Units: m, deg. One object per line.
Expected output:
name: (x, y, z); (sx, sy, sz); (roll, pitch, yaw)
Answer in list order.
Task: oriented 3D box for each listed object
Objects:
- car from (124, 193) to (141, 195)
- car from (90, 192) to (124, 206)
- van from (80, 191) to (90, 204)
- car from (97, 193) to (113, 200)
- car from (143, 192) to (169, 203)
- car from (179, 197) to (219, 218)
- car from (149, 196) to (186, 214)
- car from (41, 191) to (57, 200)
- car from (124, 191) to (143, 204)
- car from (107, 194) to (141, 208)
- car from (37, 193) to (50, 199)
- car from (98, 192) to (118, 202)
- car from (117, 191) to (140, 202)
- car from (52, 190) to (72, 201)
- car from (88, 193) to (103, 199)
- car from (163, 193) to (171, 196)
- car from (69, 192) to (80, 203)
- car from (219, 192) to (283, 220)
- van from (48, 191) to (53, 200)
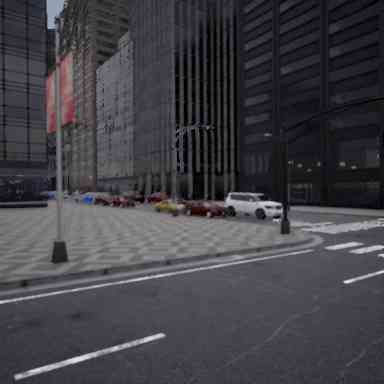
car: (-9.884, 1.215, 48.447); (2.033, 1.411, 5.357); (-1, 1, -36)
car: (-12.007, 1.013, 46.638); (2.192, 1.841, 5.009); (0, 1, -36)
van: (-15.304, 0.987, 51.195); (1.690, 1.788, 3.998); (0, 1, -36)
car: (-18.286, 0.975, 69.862); (1.802, 1.307, 4.206); (0, 1, -36)
car: (-5.098, 0.925, 51.632); (2.192, 1.841, 5.009); (0, 1, -36)
car: (1.180, 1.434, 28.410); (1.887, 1.381, 4.507); (0, 1, -36)
car: (-2.018, 1.370, 32.830); (1.752, 1.417, 4.829); (0, 1, -36)
car: (-31.788, 0.682, 73.980); (2.192, 1.841, 5.009); (0, 1, -36)
car: (-9.526, 0.823, 53.254); (2.150, 2.045, 5.566); (-1, 1, -38)
car: (-8.711, 1.293, 42.082); (1.887, 1.381, 4.507); (0, 1, -36)
car: (-35.086, 0.860, 78.539); (2.008, 1.369, 4.403); (0, 1, -36)
car: (-15.696, 0.854, 61.715); (2.097, 1.767, 4.553); (-1, 1, -36)
car: (-11.691, 0.819, 60.746); (2.192, 1.841, 5.009); (0, 1, -36)
car: (-25.195, 0.921, 64.867); (1.967, 1.590, 4.097); (0, 1, -36)
car: (-21.583, 0.880, 74.419); (1.887, 1.381, 4.507); (0, 1, -36)
car: (-1.802, 1.226, 47.077); (1.947, 1.339, 4.313); (0, 1, -36)
car: (-18.602, 1.143, 55.754); (2.008, 1.369, 4.403); (0, 1, -36)
car: (5.096, 1.098, 27.683); (2.150, 2.045, 5.566); (-1, 2, -36)
van: (-28.491, 0.765, 69.423); (1.690, 1.788, 3.998); (0, 1, -36)
